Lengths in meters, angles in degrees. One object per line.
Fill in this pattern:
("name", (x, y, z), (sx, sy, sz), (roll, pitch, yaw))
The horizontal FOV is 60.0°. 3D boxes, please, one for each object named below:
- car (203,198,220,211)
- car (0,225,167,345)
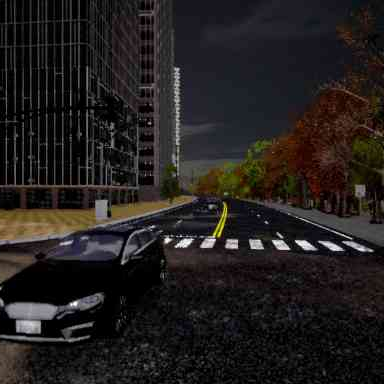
("car", (2.411, 1.505, 40.511), (2.128, 1.511, 4.902), (0, 0, 6))
("car", (-1.817, 1.502, 6.821), (2.128, 1.511, 4.902), (0, 0, 8))
